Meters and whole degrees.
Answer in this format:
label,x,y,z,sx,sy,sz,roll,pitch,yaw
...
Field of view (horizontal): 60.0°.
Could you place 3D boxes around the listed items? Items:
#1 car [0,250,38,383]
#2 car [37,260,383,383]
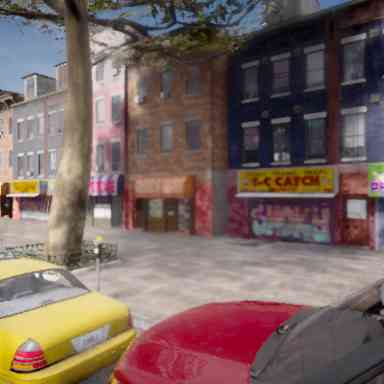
label,x,y,z,sx,sy,sz,roll,pitch,yaw
car,-2.963,1.555,4.922,4.829,1.417,1.752,0,0,35
car,1.689,1.312,1.603,5.009,1.841,2.192,0,0,35
